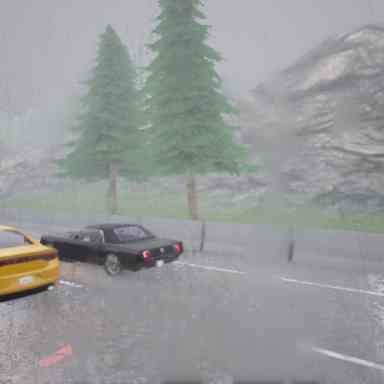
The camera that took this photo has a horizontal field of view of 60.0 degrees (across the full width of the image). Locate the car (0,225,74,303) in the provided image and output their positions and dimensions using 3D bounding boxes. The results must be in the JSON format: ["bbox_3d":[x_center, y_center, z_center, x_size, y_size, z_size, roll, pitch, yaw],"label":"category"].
[{"bbox_3d":[-5.119,1.493,7.675,5.008,1.535,1.882,0,0,36],"label":"car"}]

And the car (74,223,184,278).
[{"bbox_3d":[-2.654,1.620,10.210,4.718,1.301,1.895,0,0,36],"label":"car"}]
